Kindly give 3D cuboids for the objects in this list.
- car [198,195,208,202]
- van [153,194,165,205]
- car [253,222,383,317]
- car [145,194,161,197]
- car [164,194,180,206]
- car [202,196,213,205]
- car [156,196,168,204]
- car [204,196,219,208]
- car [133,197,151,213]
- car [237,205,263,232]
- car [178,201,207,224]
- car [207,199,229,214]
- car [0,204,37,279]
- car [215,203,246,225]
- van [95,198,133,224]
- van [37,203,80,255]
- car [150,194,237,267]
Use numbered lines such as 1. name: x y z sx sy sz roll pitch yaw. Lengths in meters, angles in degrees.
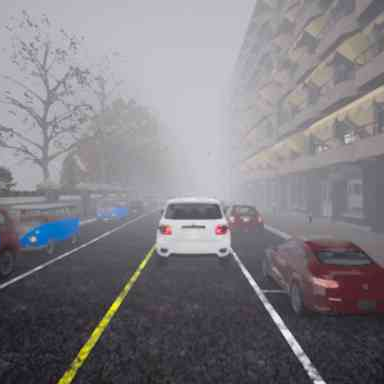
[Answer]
1. car: 2.334 1.448 71.512 1.812 1.442 4.674 0 0 0
2. van: -5.705 1.268 57.856 1.690 1.788 3.998 0 0 0
3. car: 2.688 1.571 7.186 1.802 1.307 4.206 0 0 0
4. car: -5.702 1.250 46.596 2.192 1.841 5.009 0 0 0
5. car: -3.090 1.283 52.085 2.097 1.767 4.553 0 0 0
6. car: 2.676 1.453 58.029 1.752 1.417 4.829 0 0 0
7. car: -5.706 1.507 63.487 1.802 1.307 4.206 0 0 0
8. car: 2.678 1.376 46.598 1.967 1.590 4.097 0 0 0
9. car: -5.699 1.513 35.337 1.947 1.339 4.313 0 0 0
10. car: 2.685 1.412 18.447 1.967 1.590 4.097 0 0 0
11. car: 0.036 1.508 25.862 2.033 1.411 5.357 0 0 1
12. car: 2.681 1.514 35.339 1.947 1.339 4.313 0 0 0
13. car: -5.692 1.304 7.184 2.192 1.841 5.009 0 0 0
14. car: 2.684 1.546 24.078 1.802 1.307 4.206 0 0 0
15. van: -5.697 1.304 24.076 1.690 1.788 3.998 0 0 0
16. van: -5.693 1.321 12.814 1.690 1.788 3.998 0 0 0
17. car: 0.048 1.201 11.578 2.150 2.045 5.566 0 0 0
